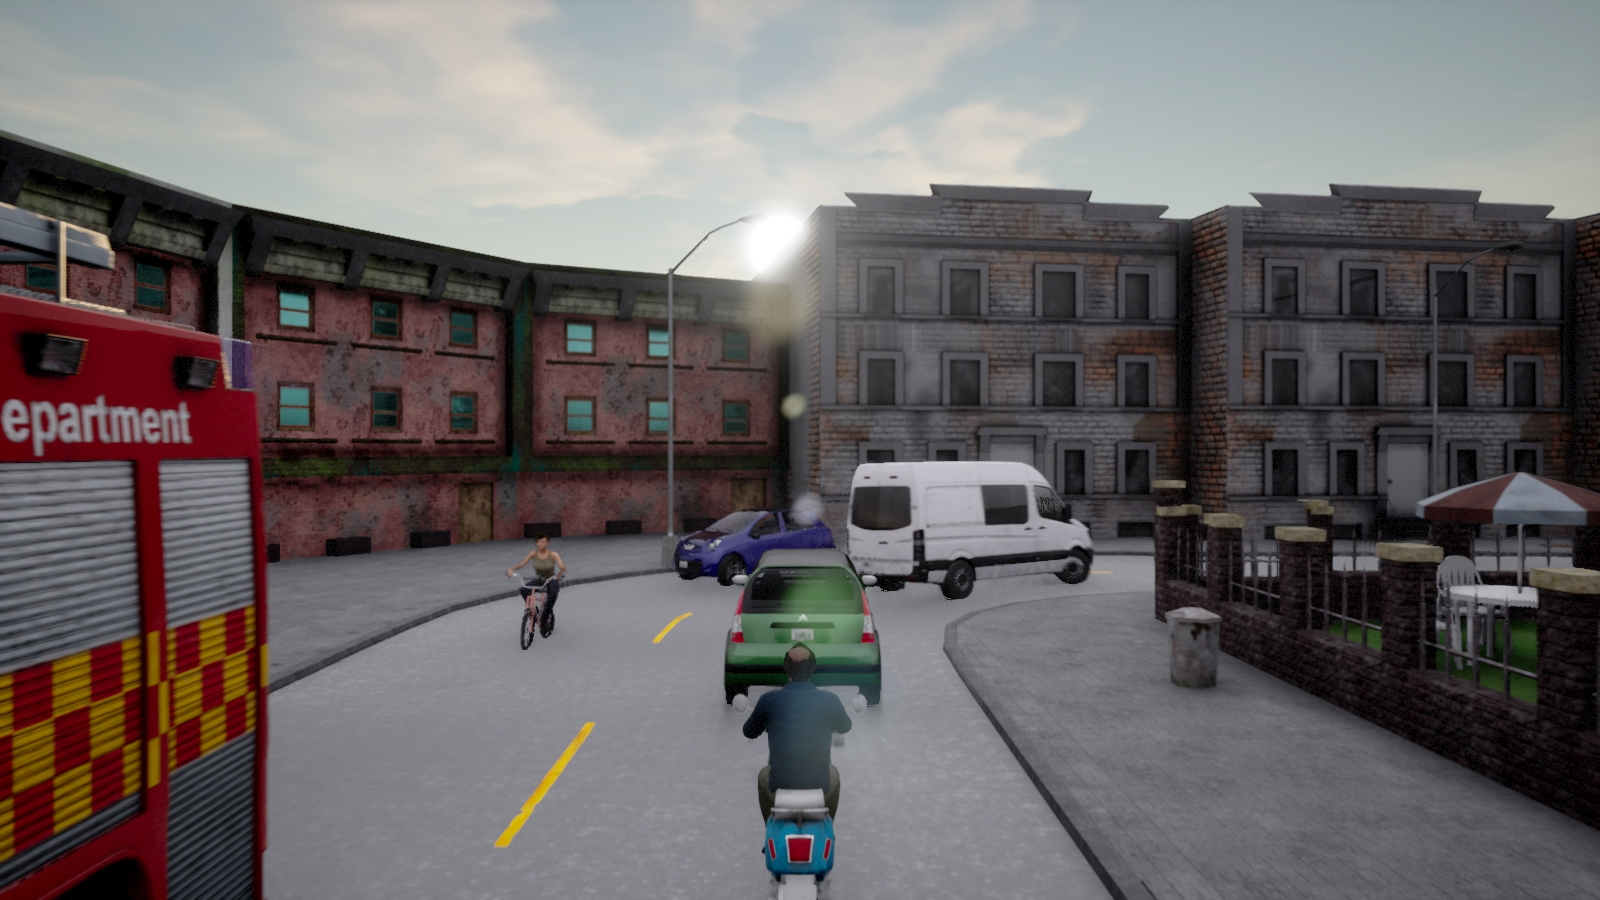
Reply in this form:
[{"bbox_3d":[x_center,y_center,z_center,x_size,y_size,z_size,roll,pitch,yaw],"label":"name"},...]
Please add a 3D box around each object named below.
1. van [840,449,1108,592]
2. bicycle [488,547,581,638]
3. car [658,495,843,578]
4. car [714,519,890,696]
[{"bbox_3d":[3.661,1.298,23.158,5.915,2.561,1.988,0,-2,-42],"label":"van"},{"bbox_3d":[-3.784,2.024,16.434,0.859,1.080,1.487,2,0,4],"label":"bicycle"},{"bbox_3d":[-1.025,1.801,24.637,3.633,1.501,1.845,0,0,-41],"label":"car"},{"bbox_3d":[0.048,1.768,13.970,1.851,1.617,3.988,0,0,1],"label":"car"}]
